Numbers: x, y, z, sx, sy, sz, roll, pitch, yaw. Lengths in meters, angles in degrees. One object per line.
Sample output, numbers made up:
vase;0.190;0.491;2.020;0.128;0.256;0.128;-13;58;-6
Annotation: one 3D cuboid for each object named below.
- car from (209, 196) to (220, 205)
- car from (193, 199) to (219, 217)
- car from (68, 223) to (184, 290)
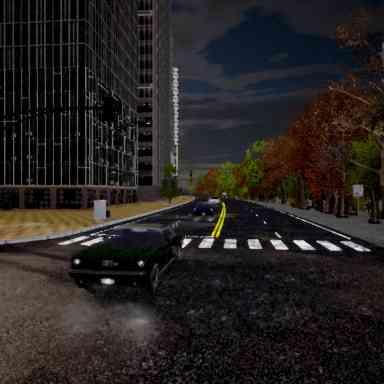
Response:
car;3.895;1.509;57.731;1.812;1.442;4.674;0;0;5
car;1.231;1.608;31.122;1.895;1.301;4.718;0;0;6
car;-1.508;1.603;9.278;1.895;1.301;4.718;0;0;8
